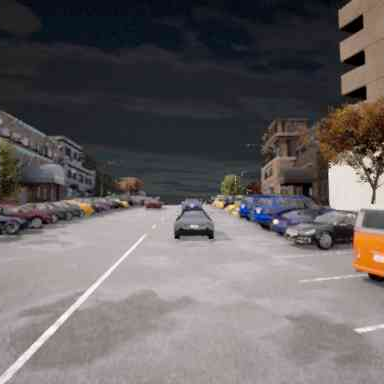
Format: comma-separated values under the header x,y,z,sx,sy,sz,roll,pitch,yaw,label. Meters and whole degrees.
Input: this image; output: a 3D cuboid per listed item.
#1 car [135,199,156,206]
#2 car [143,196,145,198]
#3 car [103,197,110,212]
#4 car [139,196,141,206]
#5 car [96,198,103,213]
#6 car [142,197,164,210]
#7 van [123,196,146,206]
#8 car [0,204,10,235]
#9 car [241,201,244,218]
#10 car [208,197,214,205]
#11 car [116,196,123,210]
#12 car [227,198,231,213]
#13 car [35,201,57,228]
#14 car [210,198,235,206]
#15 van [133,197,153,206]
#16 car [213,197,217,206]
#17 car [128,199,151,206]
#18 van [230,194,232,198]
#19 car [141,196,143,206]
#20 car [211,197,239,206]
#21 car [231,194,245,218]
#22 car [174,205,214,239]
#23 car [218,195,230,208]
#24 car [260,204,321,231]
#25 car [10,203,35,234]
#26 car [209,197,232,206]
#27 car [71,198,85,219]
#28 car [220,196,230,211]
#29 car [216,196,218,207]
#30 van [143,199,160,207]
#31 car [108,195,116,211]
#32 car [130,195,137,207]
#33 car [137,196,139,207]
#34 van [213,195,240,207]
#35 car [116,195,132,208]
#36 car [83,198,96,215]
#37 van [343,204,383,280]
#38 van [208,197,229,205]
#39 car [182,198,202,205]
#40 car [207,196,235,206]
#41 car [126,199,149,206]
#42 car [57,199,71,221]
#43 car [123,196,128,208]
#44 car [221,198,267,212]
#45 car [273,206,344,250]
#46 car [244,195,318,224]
x,y,z,sx,sy,sz,roll,pitch,yaw,label
-11.537,2.577,82.453,5.008,1.535,2.097,0,-3,-20,car
-11.606,1.985,64.870,5.008,1.535,2.097,0,-2,-20,car
-11.533,1.586,35.541,4.674,1.452,2.002,-1,-1,-20,car
-11.598,1.793,56.072,4.892,1.521,2.231,-1,-1,-20,car
-11.480,1.409,32.609,4.553,1.767,2.185,-1,0,-20,car
-5.248,1.755,46.051,1.895,1.301,4.718,0,-1,0,car
-11.705,1.838,67.769,4.442,1.987,1.878,0,-1,-20,van
-11.345,1.500,14.990,5.008,1.535,2.097,-1,0,-21,car
6.358,1.533,23.327,4.892,1.521,2.231,1,0,-20,car
6.037,1.788,56.194,5.366,1.575,1.946,1,-1,-20,car
-11.555,1.585,41.405,5.008,1.535,2.097,-1,0,-20,car
6.155,1.536,29.260,5.366,1.575,1.946,1,0,-20,car
-11.411,1.511,20.862,5.008,1.535,2.097,-1,0,-21,car
6.248,2.098,68.243,4.792,1.488,2.163,1,-2,-20,car
-11.661,2.218,79.495,4.442,1.987,1.878,0,-2,-20,van
6.192,1.725,50.263,4.792,1.488,2.163,1,-1,-20,car
-11.579,2.274,73.674,4.674,1.452,2.002,0,-2,-20,car
6.417,1.322,32.366,4.442,1.987,1.878,1,0,-20,van
-11.575,1.723,59.013,4.553,1.767,2.185,0,-1,-20,car
6.181,1.792,62.243,4.553,1.767,2.185,1,-2,-20,car
6.379,1.286,26.343,5.566,2.045,2.435,1,0,-20,car
0.094,1.592,17.616,1.994,1.385,4.181,0,0,0,car
6.295,1.320,38.324,5.566,2.045,2.435,1,-1,-20,car
6.362,1.554,17.308,4.792,1.488,2.163,1,0,-20,car
-11.343,1.535,17.935,4.792,1.488,2.163,-1,0,-21,car
6.273,2.117,74.228,4.553,1.767,2.185,1,-2,-20,car
-11.452,1.523,26.729,4.892,1.521,2.231,-1,0,-20,car
6.111,1.551,35.253,5.366,1.575,1.946,1,0,-20,car
6.412,1.621,44.358,5.366,1.575,1.946,1,-1,-20,car
-11.545,3.084,94.107,4.442,1.987,1.878,1,-4,-19,van
-11.518,1.437,38.475,4.553,1.767,2.185,-1,0,-20,car
-11.624,1.441,50.193,5.566,2.045,2.435,-1,-1,-20,car
-11.594,1.738,53.135,4.892,1.521,2.231,-1,-1,-20,car
6.103,1.624,59.214,4.442,1.987,1.878,1,-1,-20,van
-11.759,1.648,47.208,5.366,1.575,1.946,-1,0,-20,car
-11.480,1.527,29.667,5.008,1.535,2.097,-1,0,-20,car
6.342,1.287,8.321,4.442,1.987,1.878,1,0,-19,van
6.144,2.113,77.173,4.442,1.987,1.878,1,-2,-20,van
-0.006,1.412,34.764,2.097,1.767,4.553,0,0,0,car
6.211,1.900,71.212,5.566,2.045,2.435,1,-2,-20,car
-11.589,2.186,70.737,4.674,1.452,2.002,0,-2,-20,car
-11.428,1.517,23.797,4.892,1.521,2.231,-1,0,-21,car
-11.581,1.616,44.336,5.008,1.535,2.097,-1,-1,-20,car
6.427,1.592,41.366,5.366,1.575,1.946,1,-1,-20,car
6.319,1.521,14.288,4.892,1.521,2.231,1,0,-19,car
6.385,1.277,20.324,5.566,2.045,2.435,1,0,-20,car
